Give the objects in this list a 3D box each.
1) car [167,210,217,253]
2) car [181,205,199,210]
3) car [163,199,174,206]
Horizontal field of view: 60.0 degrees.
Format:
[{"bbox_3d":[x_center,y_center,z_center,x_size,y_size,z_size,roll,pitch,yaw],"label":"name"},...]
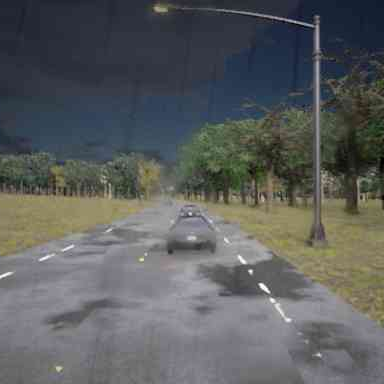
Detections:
[{"bbox_3d":[-0.017,1.707,14.327,1.994,1.385,4.181,0,-1,0],"label":"car"},{"bbox_3d":[-0.161,1.847,29.028,2.033,1.411,5.357,0,-1,-1],"label":"car"},{"bbox_3d":[-4.939,2.291,70.913,1.837,1.490,4.892,0,-1,-3],"label":"car"}]
